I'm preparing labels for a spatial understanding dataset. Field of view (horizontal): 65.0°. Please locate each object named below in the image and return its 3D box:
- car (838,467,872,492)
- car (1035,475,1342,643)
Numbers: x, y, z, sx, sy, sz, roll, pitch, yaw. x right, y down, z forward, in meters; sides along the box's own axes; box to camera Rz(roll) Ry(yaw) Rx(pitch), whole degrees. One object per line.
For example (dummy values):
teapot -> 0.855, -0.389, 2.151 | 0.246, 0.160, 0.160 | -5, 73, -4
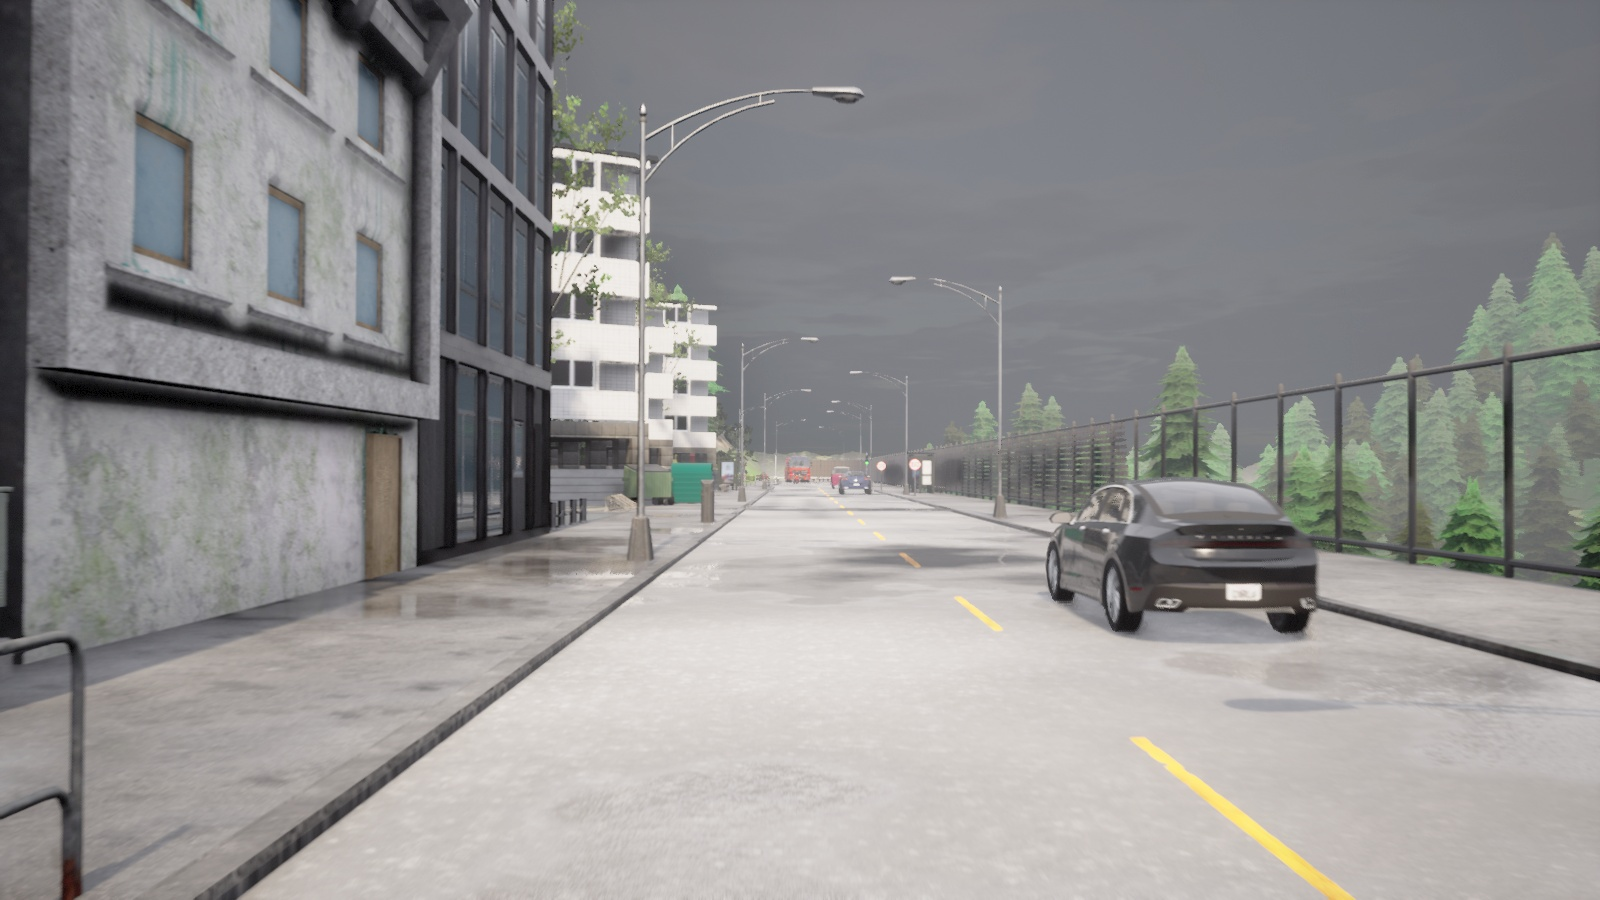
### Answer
car -> 3.775, 2.032, 86.838 | 2.152, 1.651, 5.027 | 0, -1, 0
car -> 3.963, 1.035, 13.792 | 1.837, 1.490, 4.892 | 0, -1, 0
